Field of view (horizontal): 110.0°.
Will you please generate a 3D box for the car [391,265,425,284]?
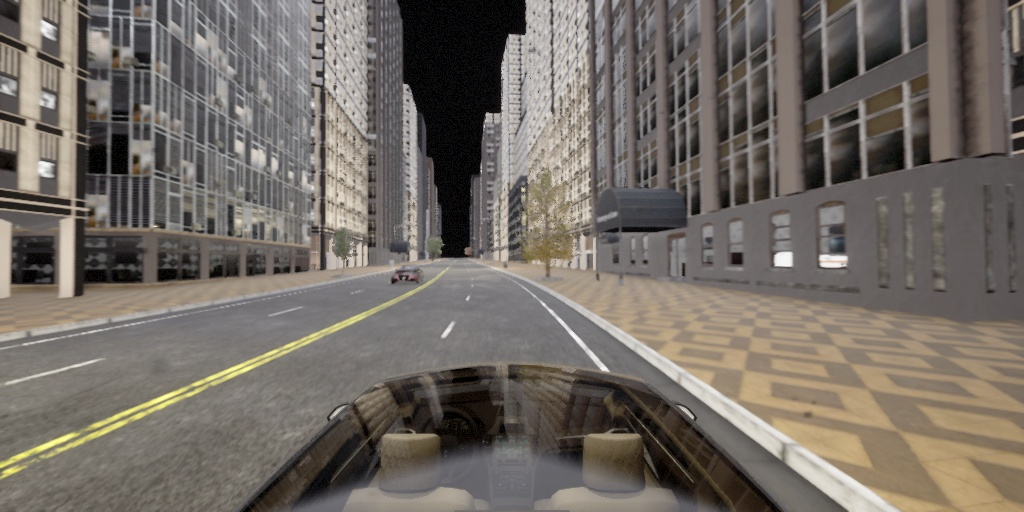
[{"bbox_3d":[-7.874,1.376,27.386,1.994,1.385,4.181,0,0,-6],"label":"car"}]
